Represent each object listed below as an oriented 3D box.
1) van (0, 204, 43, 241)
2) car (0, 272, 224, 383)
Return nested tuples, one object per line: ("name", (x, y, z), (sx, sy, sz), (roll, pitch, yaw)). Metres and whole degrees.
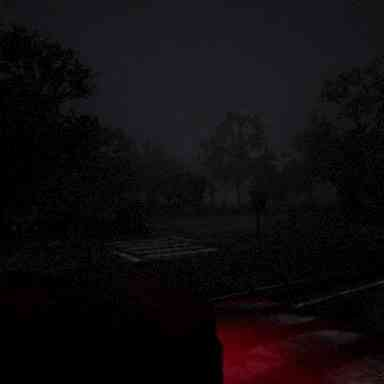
("van", (-10.081, 1.694, 19.421), (1.878, 1.987, 4.442), (3, -2, -36))
("car", (-2.060, 1.451, 2.218), (5.008, 1.535, 1.882), (-2, 1, -36))
